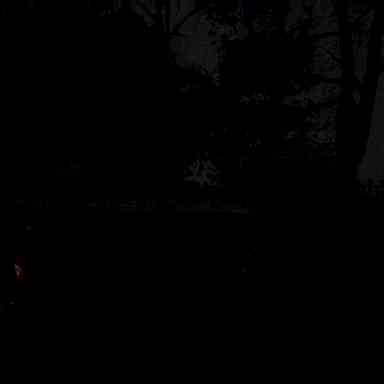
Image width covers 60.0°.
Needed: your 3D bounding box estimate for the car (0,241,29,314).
[{"bbox_3d":[-4.896,1.384,6.220,4.097,1.590,1.967,1,0,36],"label":"car"}]
